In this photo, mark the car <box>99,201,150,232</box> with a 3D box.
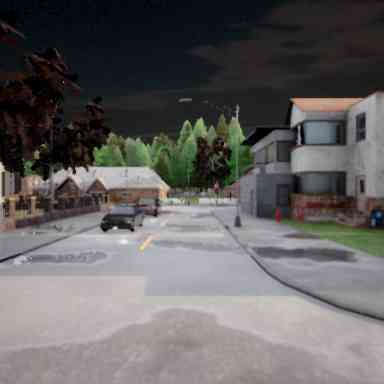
[{"bbox_3d":[-4.069,1.520,20.232,2.033,1.411,5.357,0,0,0],"label":"car"}]

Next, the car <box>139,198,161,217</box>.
[{"bbox_3d":[-4.043,1.310,30.380,2.097,1.767,4.553,0,0,1],"label":"car"}]
